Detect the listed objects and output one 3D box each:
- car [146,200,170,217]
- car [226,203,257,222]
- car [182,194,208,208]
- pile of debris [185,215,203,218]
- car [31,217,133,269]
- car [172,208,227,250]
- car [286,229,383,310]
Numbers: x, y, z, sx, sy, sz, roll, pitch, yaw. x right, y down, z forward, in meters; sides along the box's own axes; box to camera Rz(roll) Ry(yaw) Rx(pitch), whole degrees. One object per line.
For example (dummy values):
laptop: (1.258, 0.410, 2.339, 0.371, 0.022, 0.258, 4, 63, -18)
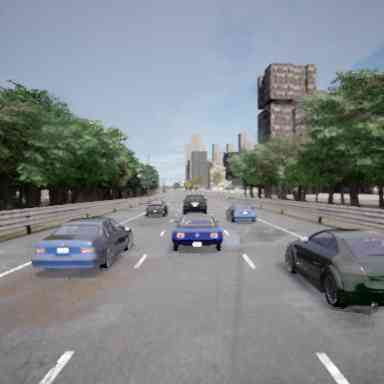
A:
car: (-3.238, 1.495, 31.663, 2.128, 1.511, 4.902, 0, 0, 0)
car: (3.764, 1.530, 25.995, 2.033, 1.411, 5.357, 0, 0, 0)
car: (0.263, 1.214, 30.758, 2.150, 2.045, 5.566, 0, 0, 0)
pile of debris: (0.172, 2.169, 29.182, 1.500, 0.140, 1.860, 0, 0, 0)
car: (-3.311, 1.554, 11.096, 2.033, 1.411, 5.357, 0, 0, 1)
car: (0.210, 1.596, 14.193, 1.895, 1.301, 4.718, 0, 0, 0)
car: (3.654, 1.551, 7.874, 1.994, 1.385, 4.181, 0, 0, 1)
